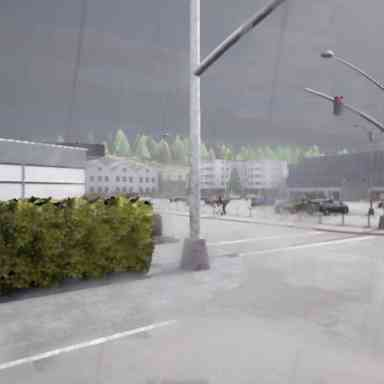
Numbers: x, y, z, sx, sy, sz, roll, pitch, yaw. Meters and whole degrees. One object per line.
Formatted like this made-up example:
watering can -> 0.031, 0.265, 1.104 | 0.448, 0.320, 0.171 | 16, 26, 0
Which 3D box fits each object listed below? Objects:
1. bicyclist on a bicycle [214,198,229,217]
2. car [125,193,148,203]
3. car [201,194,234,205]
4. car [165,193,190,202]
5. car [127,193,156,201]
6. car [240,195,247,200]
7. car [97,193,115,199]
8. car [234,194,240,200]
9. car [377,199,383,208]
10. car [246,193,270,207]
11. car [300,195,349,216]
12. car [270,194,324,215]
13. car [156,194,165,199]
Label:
bicyclist on a bicycle -> 2.473, 1.290, 28.091 | 1.656, 1.620, 0.582 | 0, 0, -35
car -> -10.643, 1.061, 63.703 | 3.866, 1.878, 1.905 | 0, 0, -35
car -> 4.232, 1.277, 54.883 | 4.514, 1.523, 2.007 | 0, 0, -35
car -> -2.310, 1.076, 65.508 | 4.605, 1.855, 1.932 | 0, 0, -35
car -> -9.243, 1.345, 60.626 | 3.806, 1.475, 1.970 | 0, 0, -35
car -> 13.745, 1.122, 72.877 | 5.027, 1.636, 2.152 | 0, 0, -35
car -> -21.625, 1.146, 83.621 | 4.553, 1.767, 2.097 | 0, 0, -35
car -> 9.809, 1.201, 77.955 | 3.806, 1.475, 1.970 | 0, 0, -35
car -> 25.789, 1.357, 43.113 | 3.806, 1.475, 1.970 | 0, 0, -35
car -> 9.913, 1.299, 46.662 | 3.633, 1.501, 1.845 | 0, 0, -35
car -> 12.232, 1.323, 30.013 | 4.514, 1.523, 2.007 | 0, 0, -35
car -> 10.395, 1.314, 32.556 | 5.027, 1.636, 2.152 | 0, 0, -35
car -> -8.164, 1.281, 92.954 | 4.892, 1.490, 1.837 | 0, 0, -35
